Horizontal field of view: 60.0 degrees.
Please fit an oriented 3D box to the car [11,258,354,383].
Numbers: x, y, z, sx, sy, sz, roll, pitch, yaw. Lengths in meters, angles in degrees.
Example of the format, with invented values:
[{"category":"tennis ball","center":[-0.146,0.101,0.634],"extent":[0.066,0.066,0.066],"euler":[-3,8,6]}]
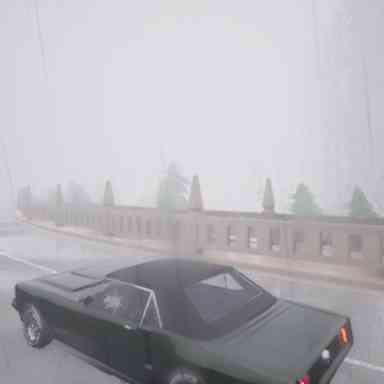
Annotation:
[{"category":"car","center":[-0.540,1.616,4.553],"extent":[4.718,1.301,1.895],"euler":[0,0,38]}]
